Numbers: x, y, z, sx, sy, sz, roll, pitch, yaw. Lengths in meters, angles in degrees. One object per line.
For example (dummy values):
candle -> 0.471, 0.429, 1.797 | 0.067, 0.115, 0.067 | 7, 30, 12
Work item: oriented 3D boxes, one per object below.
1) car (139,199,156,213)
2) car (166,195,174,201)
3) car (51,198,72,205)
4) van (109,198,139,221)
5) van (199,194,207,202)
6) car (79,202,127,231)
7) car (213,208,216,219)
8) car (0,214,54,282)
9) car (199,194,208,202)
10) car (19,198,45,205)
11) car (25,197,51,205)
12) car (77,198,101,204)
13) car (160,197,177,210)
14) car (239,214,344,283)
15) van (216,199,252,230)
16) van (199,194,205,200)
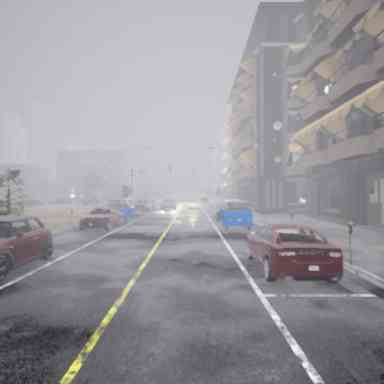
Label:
car -> -5.635, 1.479, 37.798 | 1.967, 1.590, 4.097 | 1, 0, 0
car -> -5.657, 1.585, 87.088 | 1.887, 1.381, 4.507 | 1, 0, 0
car -> -25.183, 1.789, 63.837 | 4.313, 1.339, 1.947 | 0, -1, 1
van -> -5.637, 1.373, 26.506 | 1.690, 1.788, 3.998 | 1, 0, 0
van -> 2.724, 1.383, 81.541 | 1.690, 1.788, 3.998 | 1, 0, 0
car -> -5.641, 1.571, 20.860 | 1.887, 1.381, 4.507 | 1, 0, 0
car -> 2.707, 1.597, 26.537 | 1.947, 1.339, 4.313 | 1, 0, 0
car -> -5.643, 1.454, 9.569 | 1.967, 1.590, 4.097 | 1, 0, 0
car -> 2.720, 1.595, 75.961 | 2.008, 1.369, 4.403 | 1, 0, 0
car -> -30.663, 1.831, 63.913 | 4.206, 1.307, 1.802 | 0, -1, 1
car -> -26.363, 1.539, 55.216 | 4.097, 1.590, 1.967 | 0, -1, 1
car -> -19.702, 1.748, 63.761 | 4.403, 1.369, 2.008 | 0, -1, 1
car -> -3.020, 1.644, 43.403 | 1.895, 1.301, 4.718 | 0, 0, 1
car -> 2.704, 1.559, 9.600 | 1.887, 1.381, 4.507 | 1, 0, 0
van -> 2.709, 1.368, 20.891 | 1.690, 1.788, 3.998 | 1, 0, 0
van -> 2.728, 1.378, 92.703 | 1.690, 1.788, 3.998 | 1, 0, 0
